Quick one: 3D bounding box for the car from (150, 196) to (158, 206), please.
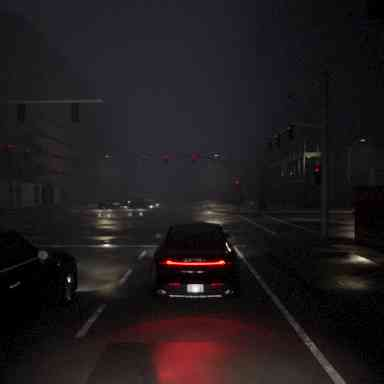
[{"bbox_3d":[-7.401,1.469,56.492,1.882,1.535,5.008,0,0,1],"label":"car"}]

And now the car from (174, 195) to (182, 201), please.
[{"bbox_3d":[-3.517,1.540,84.269,1.994,1.385,4.181,0,0,1],"label":"car"}]

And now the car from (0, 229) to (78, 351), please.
[{"bbox_3d":[-3.445,1.351,5.153,2.097,1.767,4.553,0,0,0],"label":"car"}]

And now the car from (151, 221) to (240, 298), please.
[{"bbox_3d":[0.081,1.504,8.476,1.837,1.490,4.892,0,0,0],"label":"car"}]

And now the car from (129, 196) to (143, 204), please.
[{"bbox_3d":[-10.774,1.516,64.552,1.812,1.442,4.674,0,0,1],"label":"car"}]

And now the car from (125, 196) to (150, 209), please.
[{"bbox_3d":[-7.465,1.499,45.989,1.837,1.490,4.892,0,0,0],"label":"car"}]

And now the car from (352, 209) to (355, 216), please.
[{"bbox_3d":[15.972,1.652,27.702,4.718,1.301,1.895,0,0,0],"label":"car"}]

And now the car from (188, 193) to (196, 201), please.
[{"bbox_3d":[-0.014,1.212,84.494,2.150,2.045,5.566,0,0,1],"label":"car"}]

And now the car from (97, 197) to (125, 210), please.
[{"bbox_3d":[-10.939,1.541,44.236,2.033,1.411,5.357,0,0,2],"label":"car"}]

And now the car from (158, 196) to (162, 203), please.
[{"bbox_3d":[-7.229,1.481,66.920,2.128,1.511,4.902,0,0,1],"label":"car"}]
